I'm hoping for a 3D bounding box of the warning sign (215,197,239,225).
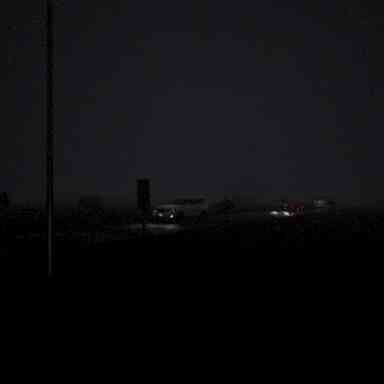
[{"bbox_3d":[2.396,1.264,23.008,1.300,1.860,1.060,0,0,37],"label":"warning sign"}]

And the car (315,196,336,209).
[{"bbox_3d":[20.612,1.603,51.556,2.150,2.045,5.566,0,-1,37],"label":"car"}]

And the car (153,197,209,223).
[{"bbox_3d":[-0.757,1.414,27.660,2.150,2.045,5.566,0,-1,37],"label":"car"}]

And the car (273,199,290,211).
[{"bbox_3d":[12.853,1.696,45.823,2.097,1.767,4.553,0,-1,37],"label":"car"}]

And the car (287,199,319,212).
[{"bbox_3d":[14.542,1.923,43.329,1.895,1.301,4.718,0,-1,37],"label":"car"}]
